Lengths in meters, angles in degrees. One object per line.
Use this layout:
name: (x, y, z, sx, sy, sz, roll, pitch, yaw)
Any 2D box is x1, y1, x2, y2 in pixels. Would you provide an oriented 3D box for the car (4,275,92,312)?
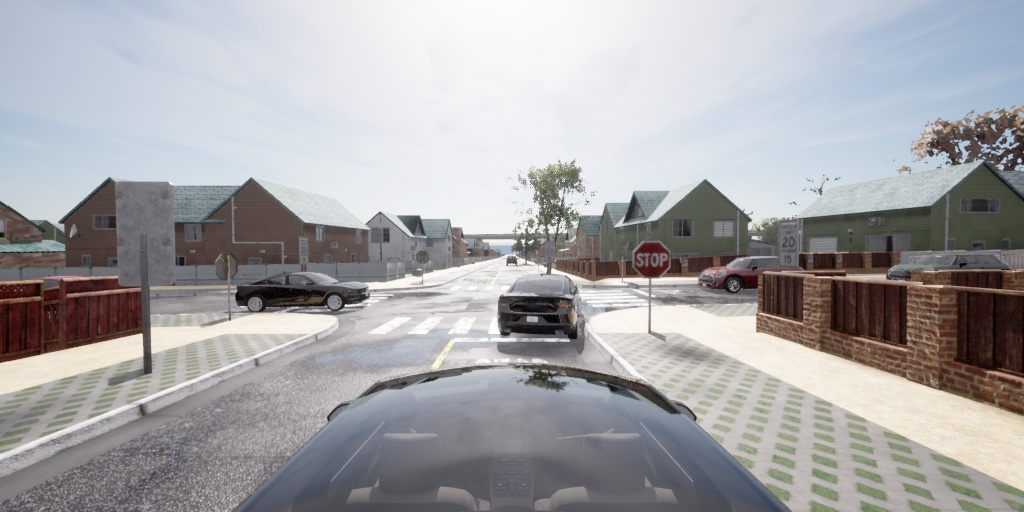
car: (-18.028, 1.546, 14.670, 5.008, 1.535, 1.882, -1, 2, 0)

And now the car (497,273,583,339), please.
car: (0.953, 1.224, 10.216, 1.882, 1.535, 5.008, 0, 0, 12)

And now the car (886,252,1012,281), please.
car: (21.693, 0.646, 17.908, 4.553, 1.767, 2.097, -1, 2, 0)

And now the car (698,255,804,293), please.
car: (11.798, 0.820, 17.831, 4.553, 1.767, 2.097, -1, 2, 0)

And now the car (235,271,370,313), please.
car: (-8.475, 1.376, 14.738, 5.008, 1.535, 1.882, -1, 2, 0)
